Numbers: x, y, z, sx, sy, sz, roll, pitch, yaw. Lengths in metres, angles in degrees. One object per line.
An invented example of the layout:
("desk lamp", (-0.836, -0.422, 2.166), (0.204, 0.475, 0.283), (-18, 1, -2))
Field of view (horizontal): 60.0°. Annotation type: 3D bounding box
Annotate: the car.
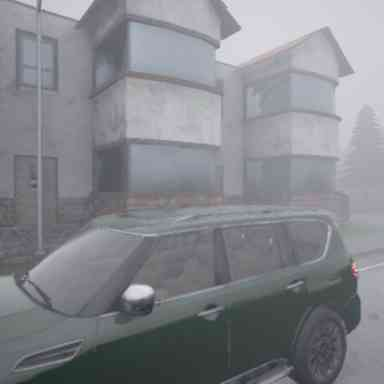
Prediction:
("car", (-0.345, 1.215, 3.731), (5.566, 2.045, 2.150), (0, 0, -35))
